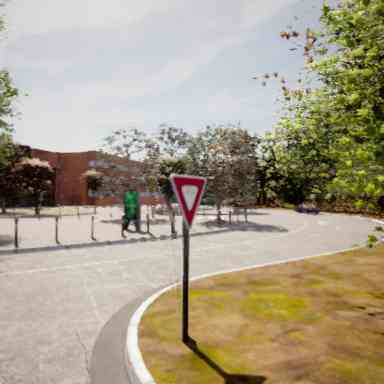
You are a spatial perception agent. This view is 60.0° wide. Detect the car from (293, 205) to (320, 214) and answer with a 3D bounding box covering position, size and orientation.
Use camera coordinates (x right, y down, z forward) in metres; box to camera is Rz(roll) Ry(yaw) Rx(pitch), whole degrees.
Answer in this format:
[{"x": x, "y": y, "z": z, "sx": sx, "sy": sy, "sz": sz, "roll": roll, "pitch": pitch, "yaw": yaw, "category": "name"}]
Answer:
[{"x": 16.592, "y": 2.518, "z": 48.413, "sx": 1.895, "sy": 1.301, "sz": 4.718, "roll": 1, "pitch": -1, "yaw": -10, "category": "car"}]
